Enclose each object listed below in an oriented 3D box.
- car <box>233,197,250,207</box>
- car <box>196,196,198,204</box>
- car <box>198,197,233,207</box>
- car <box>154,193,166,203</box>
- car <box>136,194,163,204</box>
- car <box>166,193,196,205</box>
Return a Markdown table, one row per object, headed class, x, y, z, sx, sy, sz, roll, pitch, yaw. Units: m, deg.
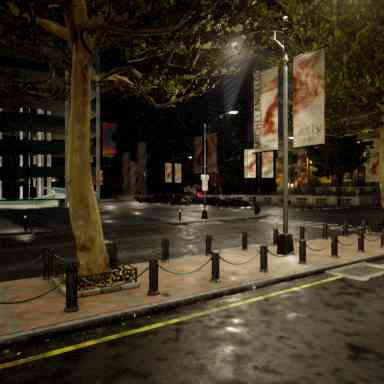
| class | x | y | z | sx | sy | sz | roll | pitch | yaw |
| --- | --- | --- | --- | --- | --- | --- | --- | --- | --- |
| car | 6.530 | 1.547 | 51.960 | 2.033 | 1.411 | 5.357 | 0 | 0 | -35 |
| car | 0.951 | 1.526 | 59.689 | 1.812 | 1.442 | 4.674 | 0 | 0 | -36 |
| car | 3.472 | 1.478 | 50.210 | 1.882 | 1.535 | 5.008 | 0 | 0 | -35 |
| car | -5.758 | 1.221 | 67.985 | 5.566 | 2.045 | 2.150 | 0 | 0 | 45 |
| car | -8.775 | 1.547 | 65.828 | 5.357 | 1.411 | 2.033 | 0 | 0 | 43 |
| car | -1.967 | 1.352 | 57.725 | 2.097 | 1.767 | 4.553 | 0 | 0 | -37 |
